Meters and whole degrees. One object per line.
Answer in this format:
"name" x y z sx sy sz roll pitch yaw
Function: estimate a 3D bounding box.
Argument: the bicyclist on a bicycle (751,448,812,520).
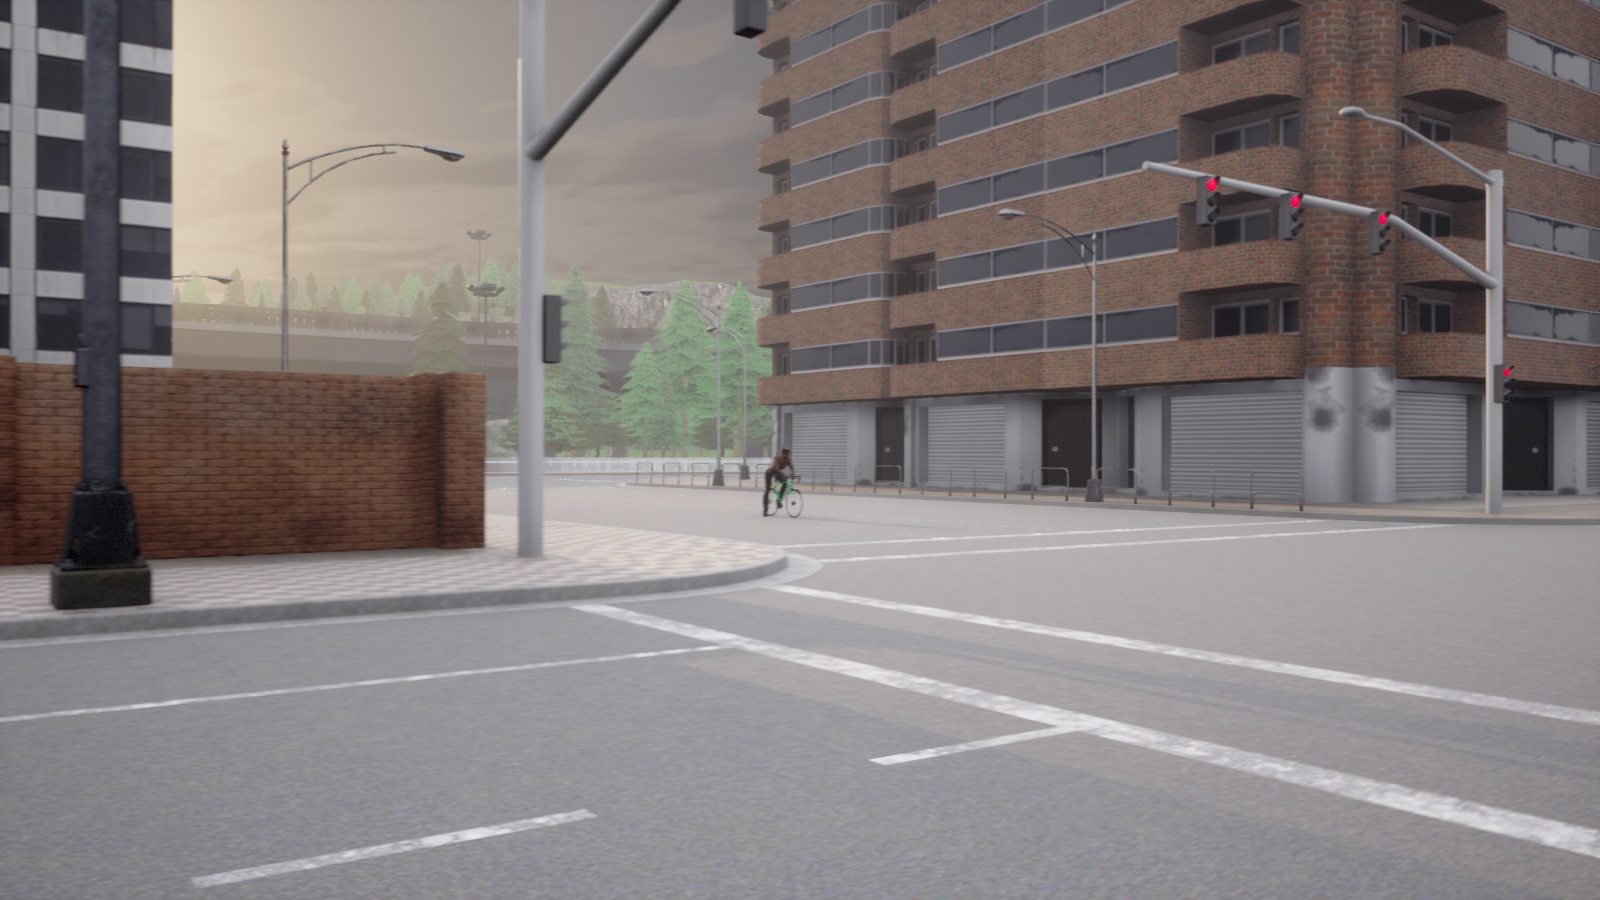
"bicyclist on a bicycle" -0.448 0.769 29.199 0.582 1.620 1.656 0 0 -35
